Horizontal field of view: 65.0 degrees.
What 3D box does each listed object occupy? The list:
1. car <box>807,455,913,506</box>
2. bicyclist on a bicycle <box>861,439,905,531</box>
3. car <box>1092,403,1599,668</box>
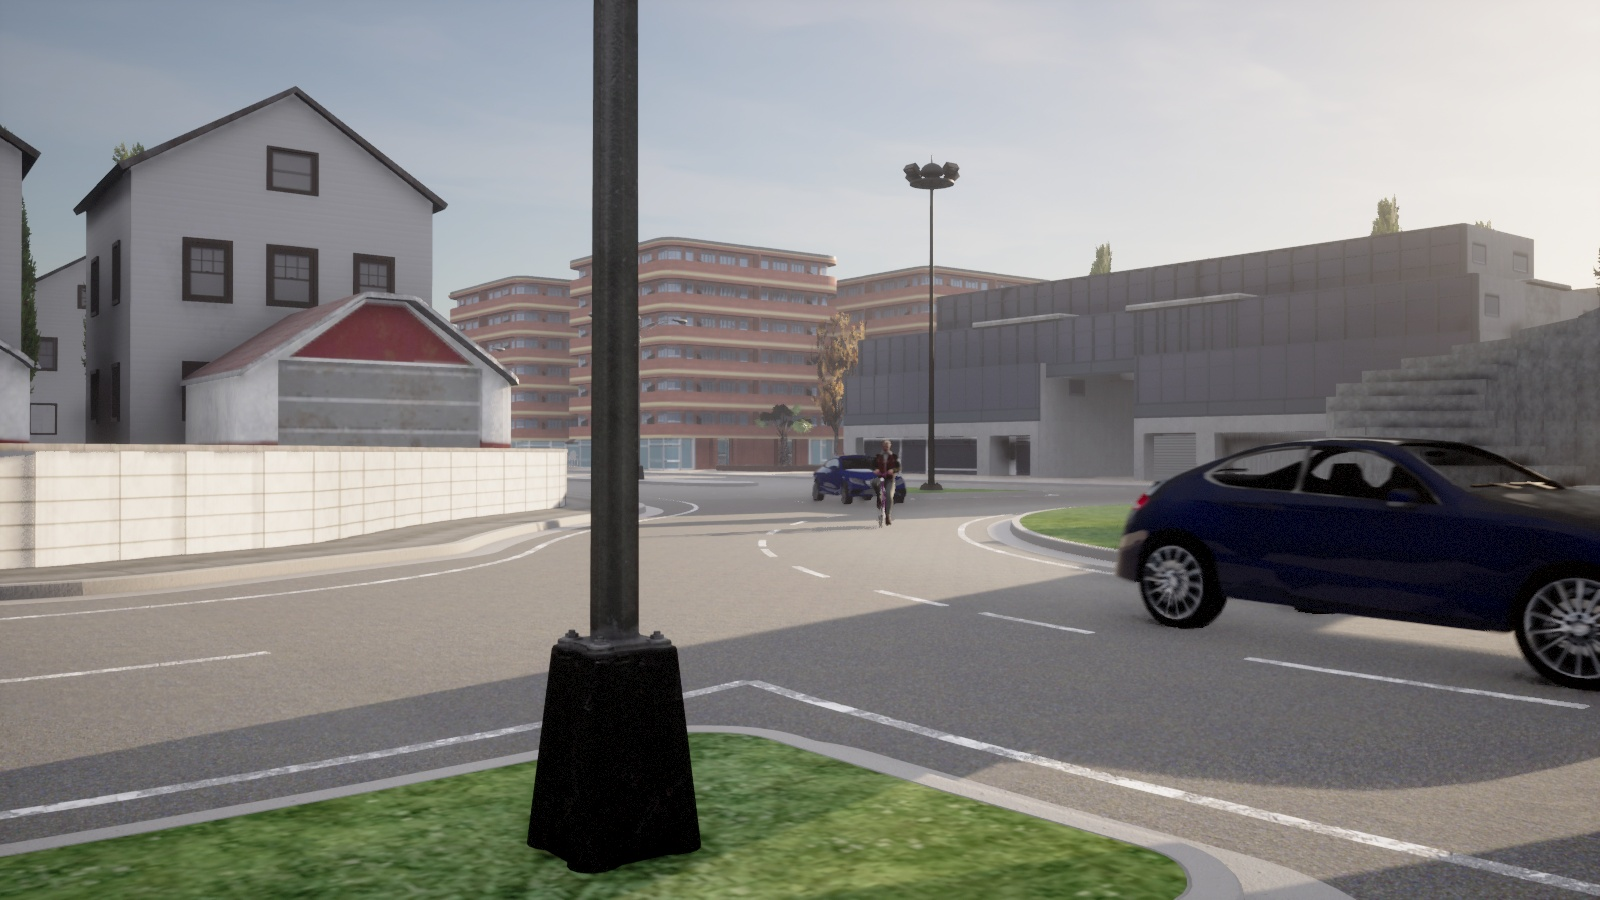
[{"bbox_3d":[1.735,0.860,38.116,1.812,1.442,4.674,0,0,-16],"label":"car"},{"bbox_3d":[1.673,0.673,25.134,0.659,1.776,1.843,0,0,11],"label":"bicyclist on a bicycle"},{"bbox_3d":[4.918,0.537,9.945,2.152,1.651,5.027,0,0,-32],"label":"car"}]
